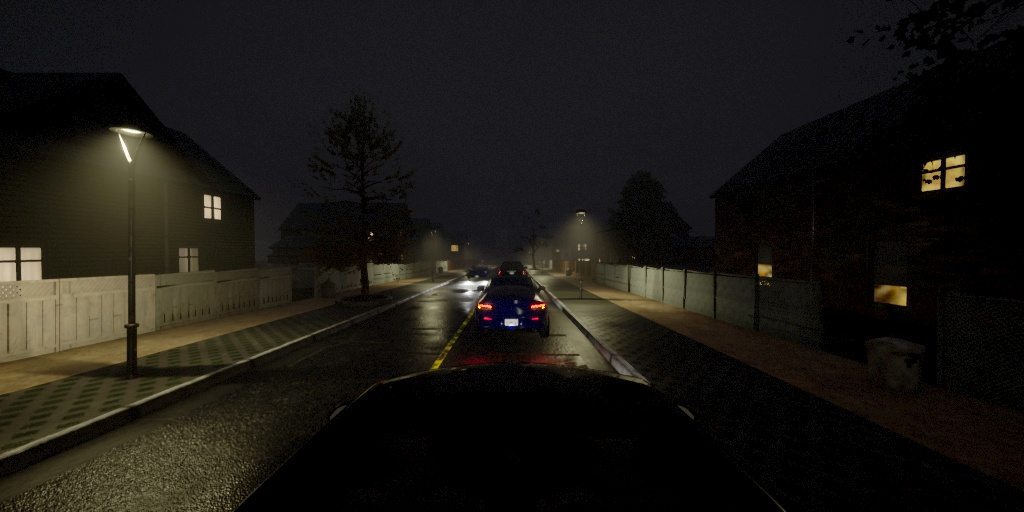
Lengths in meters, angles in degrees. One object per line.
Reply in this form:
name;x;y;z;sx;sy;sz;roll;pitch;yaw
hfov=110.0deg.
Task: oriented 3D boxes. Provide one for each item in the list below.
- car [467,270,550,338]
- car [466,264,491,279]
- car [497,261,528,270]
car;-0.015;1.275;10.072;1.812;1.442;4.674;0;0;0
car;-2.858;1.392;31.560;1.895;1.301;4.718;0;0;0
car;0.008;1.122;24.992;2.097;1.767;4.553;0;0;1
